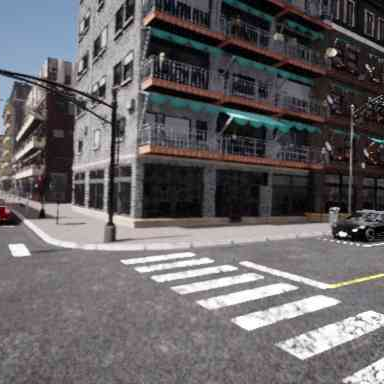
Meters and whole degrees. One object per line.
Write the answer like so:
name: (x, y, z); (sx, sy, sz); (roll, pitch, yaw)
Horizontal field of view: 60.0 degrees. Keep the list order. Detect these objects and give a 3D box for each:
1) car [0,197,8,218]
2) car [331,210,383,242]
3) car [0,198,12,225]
car: (-15.087, 1.082, 24.948); (2.008, 1.369, 4.403); (2, 0, -32)
car: (8.714, 1.578, 16.293); (4.313, 1.339, 1.947); (1, 1, -32)
car: (-12.143, 1.063, 20.261); (1.967, 1.590, 4.097); (2, 0, -32)
